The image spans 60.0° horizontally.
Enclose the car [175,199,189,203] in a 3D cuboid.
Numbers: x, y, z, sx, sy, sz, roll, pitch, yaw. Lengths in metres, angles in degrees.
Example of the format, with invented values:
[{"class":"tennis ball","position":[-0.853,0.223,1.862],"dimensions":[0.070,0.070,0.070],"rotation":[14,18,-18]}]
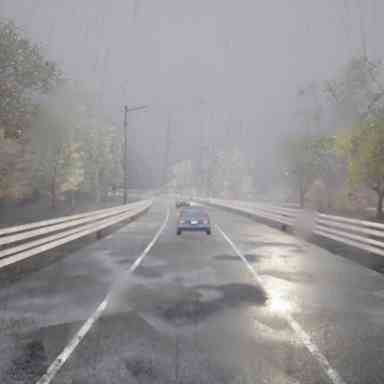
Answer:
[{"class":"car","position":[-1.460,1.616,47.276],"dimensions":[1.895,1.301,4.718],"rotation":[0,0,-6]}]

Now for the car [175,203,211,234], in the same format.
[{"class":"car","position":[0.061,1.568,19.172],"dimensions":[2.033,1.411,5.357],"rotation":[0,0,-1]}]
